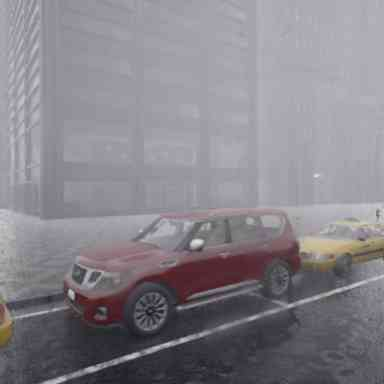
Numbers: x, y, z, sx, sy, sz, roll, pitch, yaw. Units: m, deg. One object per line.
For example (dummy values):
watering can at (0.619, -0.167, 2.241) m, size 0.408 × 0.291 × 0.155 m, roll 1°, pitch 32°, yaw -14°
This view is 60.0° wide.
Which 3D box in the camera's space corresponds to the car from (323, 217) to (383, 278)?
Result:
car at (4.596, 1.457, 9.917) m, size 4.829 × 1.417 × 1.752 m, roll -1°, pitch 0°, yaw -35°

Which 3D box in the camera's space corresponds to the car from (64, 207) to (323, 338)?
car at (0.137, 1.286, 6.745) m, size 5.009 × 1.841 × 2.192 m, roll -1°, pitch 0°, yaw -35°

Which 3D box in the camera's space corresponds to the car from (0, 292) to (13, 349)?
car at (-4.595, 1.540, 3.376) m, size 4.829 × 1.417 × 1.752 m, roll -1°, pitch 0°, yaw -35°
